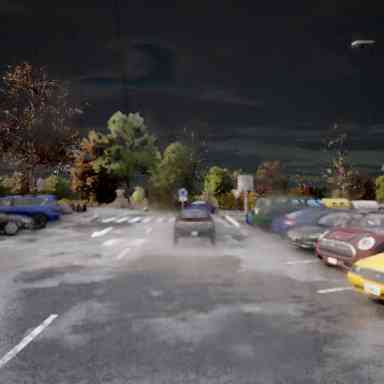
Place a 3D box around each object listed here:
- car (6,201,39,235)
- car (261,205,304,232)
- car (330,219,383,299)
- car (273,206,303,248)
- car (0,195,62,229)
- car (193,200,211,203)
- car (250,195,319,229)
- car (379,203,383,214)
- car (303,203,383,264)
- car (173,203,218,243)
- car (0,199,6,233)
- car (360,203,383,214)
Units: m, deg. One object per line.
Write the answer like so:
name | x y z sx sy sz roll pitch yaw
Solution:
car | -10.951 1.478 17.354 4.892 1.521 2.231 -1 0 -20
car | 6.003 1.517 15.972 4.674 1.452 2.002 1 0 -20
car | 5.831 1.477 7.026 5.366 1.575 1.946 1 0 -20
car | 6.008 1.480 13.015 4.892 1.521 2.231 1 0 -20
car | -10.968 1.224 20.358 5.566 2.045 2.435 -1 0 -20
car | 1.100 1.566 32.113 1.882 1.535 5.008 -1 -3 17
car | 6.030 1.224 18.948 5.566 2.045 2.435 1 0 -20
car | 31.421 2.582 50.280 1.946 1.575 5.366 2 -1 -21
car | 6.034 1.355 10.064 4.553 1.767 2.185 1 0 -20
car | 0.104 1.483 15.942 2.128 1.511 4.902 0 0 0
car | -10.916 1.353 14.340 4.553 1.767 2.185 -1 0 -20
car | 28.100 2.483 50.059 2.231 1.521 4.892 2 -1 -21
